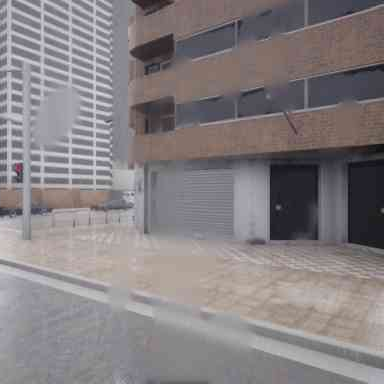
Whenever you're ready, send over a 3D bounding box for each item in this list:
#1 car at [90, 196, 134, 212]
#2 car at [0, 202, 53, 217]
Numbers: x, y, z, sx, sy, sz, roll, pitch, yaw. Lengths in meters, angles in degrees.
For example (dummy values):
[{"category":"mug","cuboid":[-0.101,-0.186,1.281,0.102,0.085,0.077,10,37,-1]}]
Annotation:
[{"category":"car","cuboid":[-9.423,1.547,39.464,2.033,1.411,5.357,0,0,36]},{"category":"car","cuboid":[-15.582,1.601,31.009,1.895,1.301,4.718,0,0,36]}]
